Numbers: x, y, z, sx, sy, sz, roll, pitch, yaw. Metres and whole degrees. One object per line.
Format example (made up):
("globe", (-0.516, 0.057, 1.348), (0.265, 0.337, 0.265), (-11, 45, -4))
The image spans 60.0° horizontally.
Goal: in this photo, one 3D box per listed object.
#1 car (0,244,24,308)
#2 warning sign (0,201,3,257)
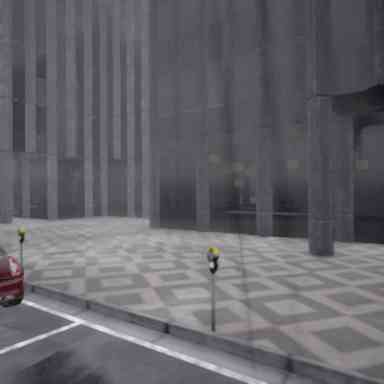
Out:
("car", (-5.317, 1.516, 6.875), (4.097, 1.590, 1.967), (-1, 0, 36))
("warning sign", (-7.129, 1.227, 10.881), (1.060, 1.860, 1.300), (-1, 0, 36))
